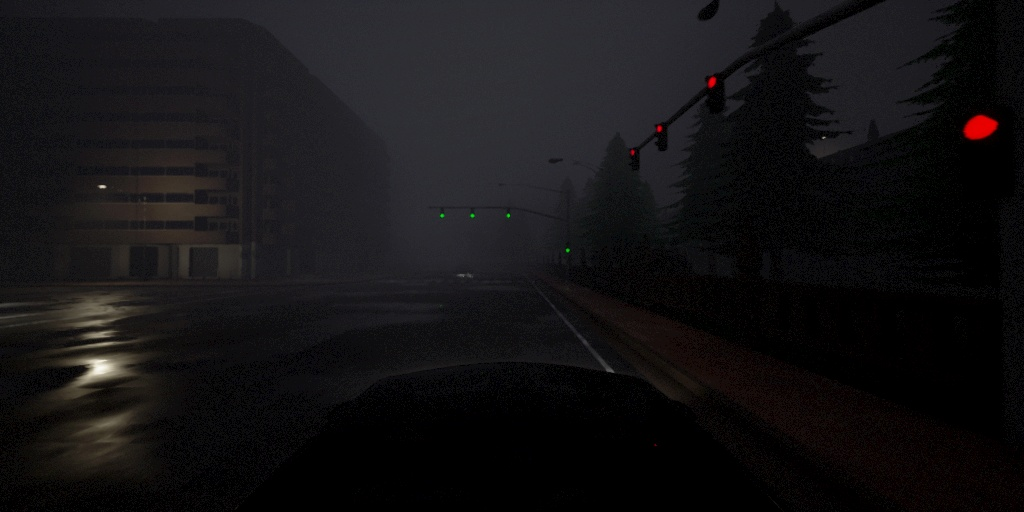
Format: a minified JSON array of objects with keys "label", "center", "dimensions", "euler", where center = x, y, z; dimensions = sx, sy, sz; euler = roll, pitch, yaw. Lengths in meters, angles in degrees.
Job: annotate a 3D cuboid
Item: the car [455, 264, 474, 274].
[{"label":"car","center":[-6.896,1.856,51.224],"dimensions":[2.033,1.411,5.357],"euler":[0,0,-19]}]
